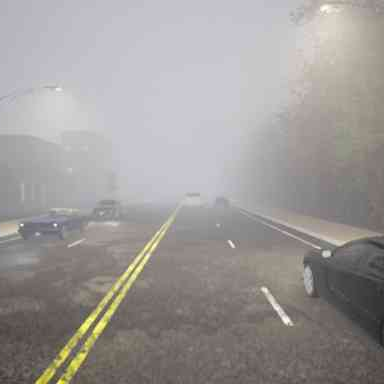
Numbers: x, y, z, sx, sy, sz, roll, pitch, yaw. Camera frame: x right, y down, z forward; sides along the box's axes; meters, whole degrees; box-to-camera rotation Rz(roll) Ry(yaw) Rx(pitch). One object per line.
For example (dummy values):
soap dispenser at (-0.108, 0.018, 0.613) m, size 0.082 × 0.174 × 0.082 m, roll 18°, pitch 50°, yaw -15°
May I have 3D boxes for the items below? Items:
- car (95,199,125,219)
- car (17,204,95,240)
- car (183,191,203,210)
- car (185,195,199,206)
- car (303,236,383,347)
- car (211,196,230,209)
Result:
car at (-6.581, 1.314, 26.513) m, size 1.837 × 1.490 × 4.892 m, roll 0°, pitch 0°, yaw 0°
car at (-6.597, 1.482, 16.444) m, size 1.895 × 1.301 × 4.718 m, roll 0°, pitch 0°, yaw 0°
car at (0.103, 0.942, 38.855) m, size 2.150 × 2.045 × 5.566 m, roll 0°, pitch 0°, yaw 0°
car at (0.007, 1.190, 49.501) m, size 2.033 × 1.411 × 5.357 m, roll 0°, pitch 0°, yaw 0°
car at (3.350, 1.439, 5.318) m, size 1.882 × 1.535 × 5.008 m, roll 0°, pitch 0°, yaw 0°
car at (3.357, 1.223, 39.196) m, size 1.837 × 1.490 × 4.892 m, roll 0°, pitch 0°, yaw 0°
